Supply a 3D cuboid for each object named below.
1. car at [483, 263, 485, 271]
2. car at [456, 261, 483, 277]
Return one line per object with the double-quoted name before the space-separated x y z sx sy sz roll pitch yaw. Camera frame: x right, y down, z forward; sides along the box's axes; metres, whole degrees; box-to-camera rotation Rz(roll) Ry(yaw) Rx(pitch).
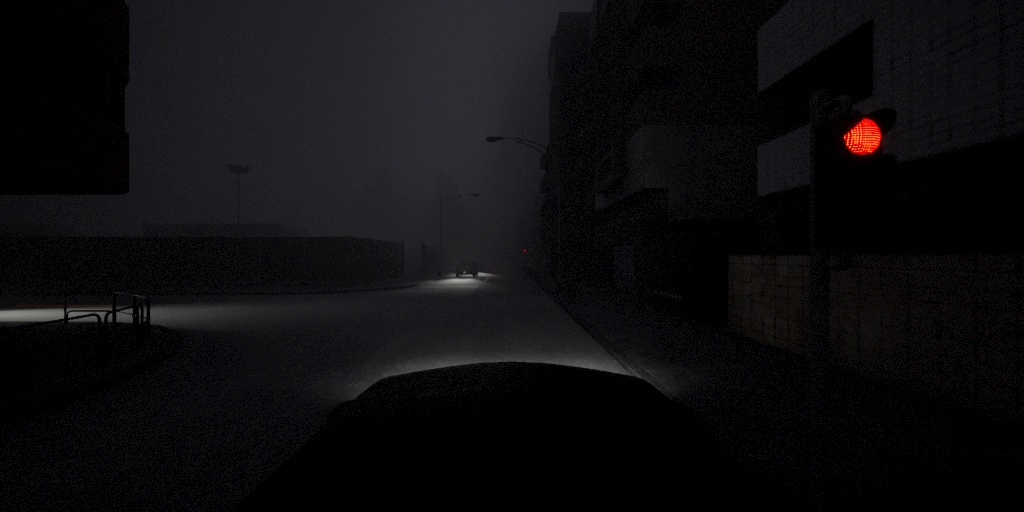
"car" -4.480 1.357 45.792 1.895 1.301 4.718 0 0 0
"car" -4.412 1.247 35.678 2.128 1.511 4.902 0 0 0
